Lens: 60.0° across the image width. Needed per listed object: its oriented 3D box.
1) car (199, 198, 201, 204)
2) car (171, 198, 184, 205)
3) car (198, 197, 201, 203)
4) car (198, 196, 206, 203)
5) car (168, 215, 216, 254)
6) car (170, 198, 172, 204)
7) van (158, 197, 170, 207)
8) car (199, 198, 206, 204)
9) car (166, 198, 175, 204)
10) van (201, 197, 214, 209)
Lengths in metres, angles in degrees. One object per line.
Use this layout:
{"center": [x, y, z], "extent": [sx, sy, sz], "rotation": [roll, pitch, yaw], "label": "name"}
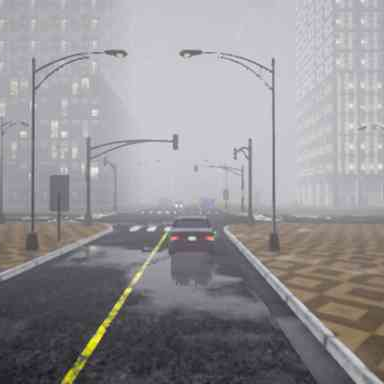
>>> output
{"center": [2.624, 2.097, 59.172], "extent": [1.887, 1.381, 4.507], "rotation": [0, -1, 0], "label": "car"}
{"center": [-3.023, 2.245, 77.290], "extent": [2.128, 1.511, 4.902], "rotation": [0, -1, 0], "label": "car"}
{"center": [2.689, 2.072, 81.328], "extent": [2.192, 1.841, 5.009], "rotation": [0, -1, 0], "label": "car"}
{"center": [2.732, 2.173, 92.406], "extent": [2.192, 1.841, 5.009], "rotation": [0, -1, 0], "label": "car"}
{"center": [0.004, 1.680, 13.993], "extent": [2.033, 1.411, 5.357], "rotation": [0, -1, 0], "label": "car"}
{"center": [-5.693, 2.323, 81.358], "extent": [1.947, 1.339, 4.313], "rotation": [0, -1, 0], "label": "car"}
{"center": [-5.757, 1.945, 64.743], "extent": [1.690, 1.788, 3.998], "rotation": [0, -1, 0], "label": "van"}
{"center": [2.709, 2.352, 86.864], "extent": [1.887, 1.381, 4.507], "rotation": [0, -1, 0], "label": "car"}
{"center": [-5.671, 2.358, 86.896], "extent": [2.008, 1.369, 4.403], "rotation": [0, -1, 0], "label": "car"}
{"center": [2.693, 1.842, 53.636], "extent": [1.690, 1.788, 3.998], "rotation": [0, -1, 0], "label": "van"}
